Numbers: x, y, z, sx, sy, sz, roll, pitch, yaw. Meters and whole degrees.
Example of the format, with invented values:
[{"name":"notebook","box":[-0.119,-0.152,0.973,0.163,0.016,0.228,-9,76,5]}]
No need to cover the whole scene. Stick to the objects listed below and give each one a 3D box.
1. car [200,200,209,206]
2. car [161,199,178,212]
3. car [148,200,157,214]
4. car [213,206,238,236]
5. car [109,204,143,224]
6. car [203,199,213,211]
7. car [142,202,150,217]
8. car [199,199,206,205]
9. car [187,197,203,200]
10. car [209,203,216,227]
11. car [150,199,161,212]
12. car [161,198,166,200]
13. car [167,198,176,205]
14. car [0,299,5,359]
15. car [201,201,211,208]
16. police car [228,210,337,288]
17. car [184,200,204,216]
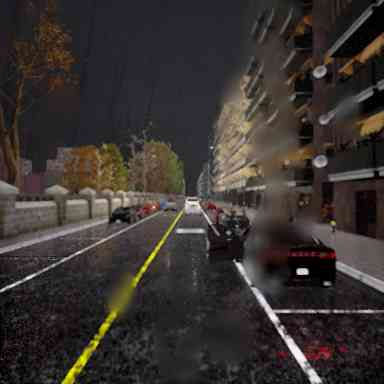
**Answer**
[{"name":"car","box":[2.814,2.550,78.365,1.947,1.339,4.313,0,-1,0]},{"name":"car","box":[-2.926,2.140,47.294,2.033,1.411,5.357,0,-1,0]},{"name":"car","box":[-5.629,2.008,38.970,1.887,1.381,4.507,0,-1,0]},{"name":"car","box":[2.725,1.813,22.067,2.008,1.369,4.403,0,-1,0]},{"name":"car","box":[-5.646,1.894,27.712,1.947,1.339,4.313,0,-1,0]},{"name":"car","box":[2.769,2.193,50.214,1.802,1.307,4.206,0,-1,0]},{"name":"car","box":[-5.638,1.976,33.342,1.802,1.307,4.206,0,-1,0]},{"name":"car","box":[2.832,2.578,89.625,1.967,1.590,4.097,0,-1,0]},{"name":"car","box":[0.080,1.826,49.740,2.150,2.045,5.566,0,-1,0]},{"name":"car","box":[2.734,1.873,27.698,1.887,1.381,4.507,0,-1,0]},{"name":"car","box":[-5.619,1.976,44.599,1.967,1.590,4.097,0,-1,0]},{"name":"car","box":[-5.611,1.925,50.231,2.192,1.841,5.009,0,-1,0]},{"name":"car","box":[-5.548,2.453,89.640,2.192,1.841,5.009,0,-1,0]},{"name":"car","box":[-3.097,1.500,1.765,1.882,1.535,5.008,0,-1,0]},{"name":"car","box":[2.796,2.416,67.105,1.802,1.307,4.206,0,-1,0]},{"name":"police car","box":[2.380,1.541,9.738,1.930,1.638,5.238,0,-1,0]},{"name":"car","box":[0.129,1.975,37.825,1.812,1.442,4.674,0,-1,0]}]
